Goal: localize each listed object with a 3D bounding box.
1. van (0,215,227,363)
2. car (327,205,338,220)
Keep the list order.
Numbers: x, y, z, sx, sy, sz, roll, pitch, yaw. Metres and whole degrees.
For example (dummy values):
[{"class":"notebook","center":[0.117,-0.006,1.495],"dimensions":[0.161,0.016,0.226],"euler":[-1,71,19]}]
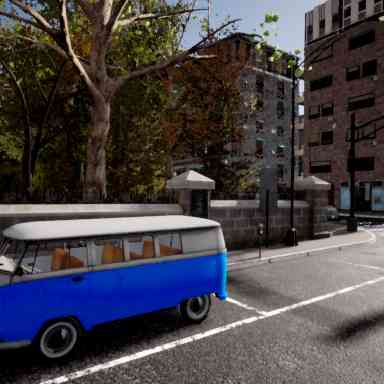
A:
[{"class":"van","center":[-1.253,1.342,5.608],"dimensions":[3.998,1.788,1.690],"euler":[0,1,-36]},{"class":"car","center":[9.204,1.250,26.552],"dimensions":[2.097,1.767,4.553],"euler":[1,0,-35]}]
